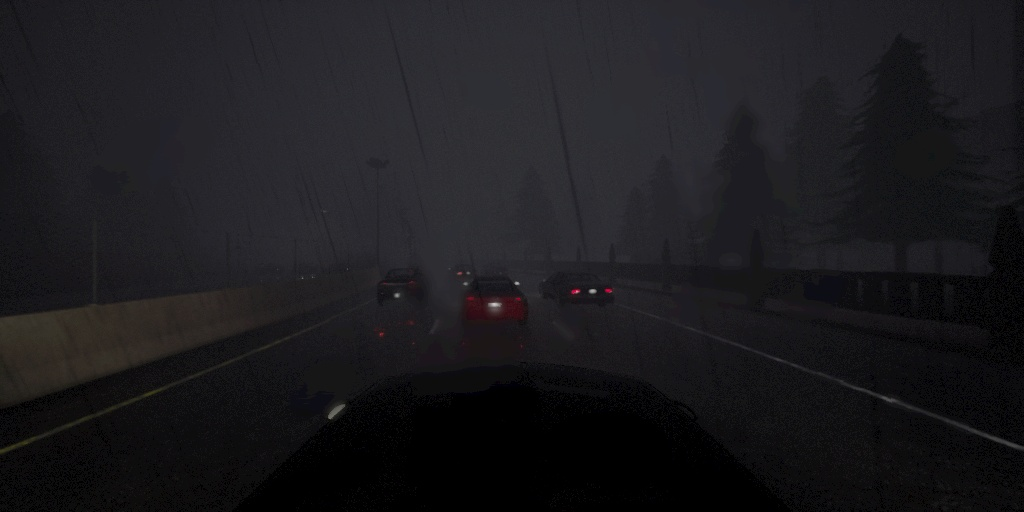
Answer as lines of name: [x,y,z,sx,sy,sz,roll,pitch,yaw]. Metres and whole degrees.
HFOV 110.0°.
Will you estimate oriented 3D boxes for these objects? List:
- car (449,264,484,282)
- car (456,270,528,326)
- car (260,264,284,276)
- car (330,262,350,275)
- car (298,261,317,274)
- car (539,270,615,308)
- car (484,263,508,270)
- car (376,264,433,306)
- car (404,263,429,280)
car: [-4.022,1.367,29.687,2.033,1.411,5.357,0,0,-16]
car: [-0.648,1.336,11.896,1.994,1.385,4.181,0,0,-5]
car: [-27.310,1.530,40.914,1.895,1.301,4.718,0,0,-27]
car: [-19.643,1.426,41.049,1.812,1.442,4.674,0,0,-25]
car: [-24.982,1.420,43.975,2.128,1.511,4.902,0,0,-28]
car: [2.529,1.314,15.265,2.033,1.411,5.357,0,0,-8]
car: [-1.686,1.344,33.881,1.812,1.442,4.674,0,0,-17]
car: [-4.691,1.287,16.047,2.128,1.511,4.902,0,0,-8]
car: [-8.928,1.409,33.462,1.994,1.385,4.181,0,0,-18]
